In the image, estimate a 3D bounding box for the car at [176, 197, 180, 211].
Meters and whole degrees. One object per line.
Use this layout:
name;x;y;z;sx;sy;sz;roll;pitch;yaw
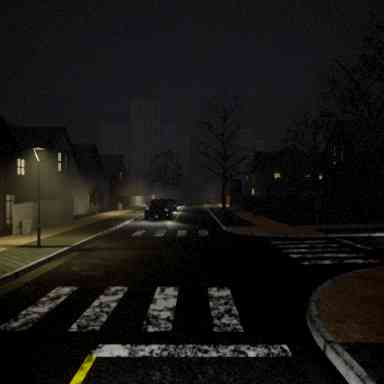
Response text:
car;-2.762;1.528;39.631;1.812;1.442;4.674;0;0;0

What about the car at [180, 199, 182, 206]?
car;-2.687;1.499;54.464;2.128;1.511;4.902;0;0;1

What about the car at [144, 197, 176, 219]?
car;-2.787;1.353;28.529;2.097;1.767;4.553;0;0;0
